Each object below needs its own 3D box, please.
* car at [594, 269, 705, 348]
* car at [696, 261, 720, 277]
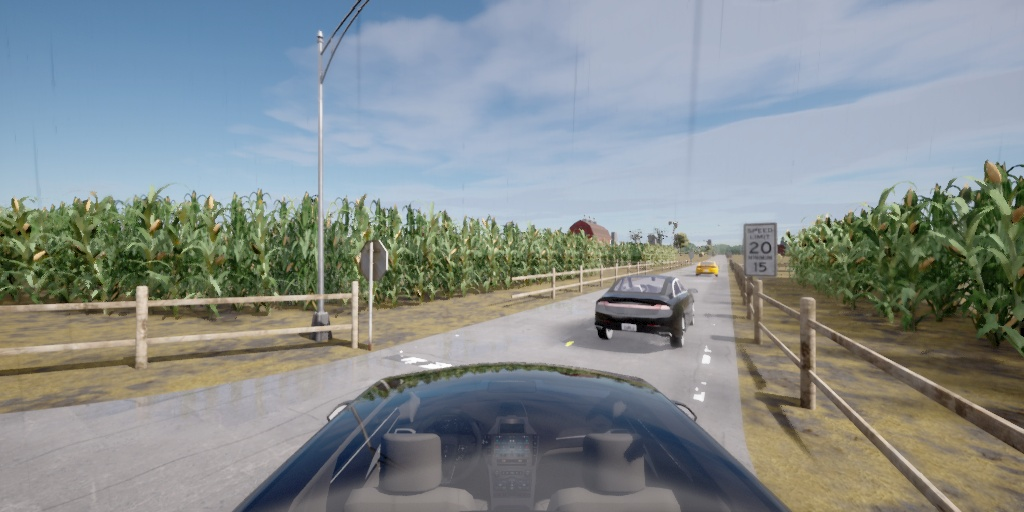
[{"bbox_3d":[3.638,1.244,9.410,2.128,1.511,4.902,0,0,31],"label":"car"},{"bbox_3d":[19.732,1.244,36.181,1.882,1.535,5.008,0,0,31],"label":"car"}]
